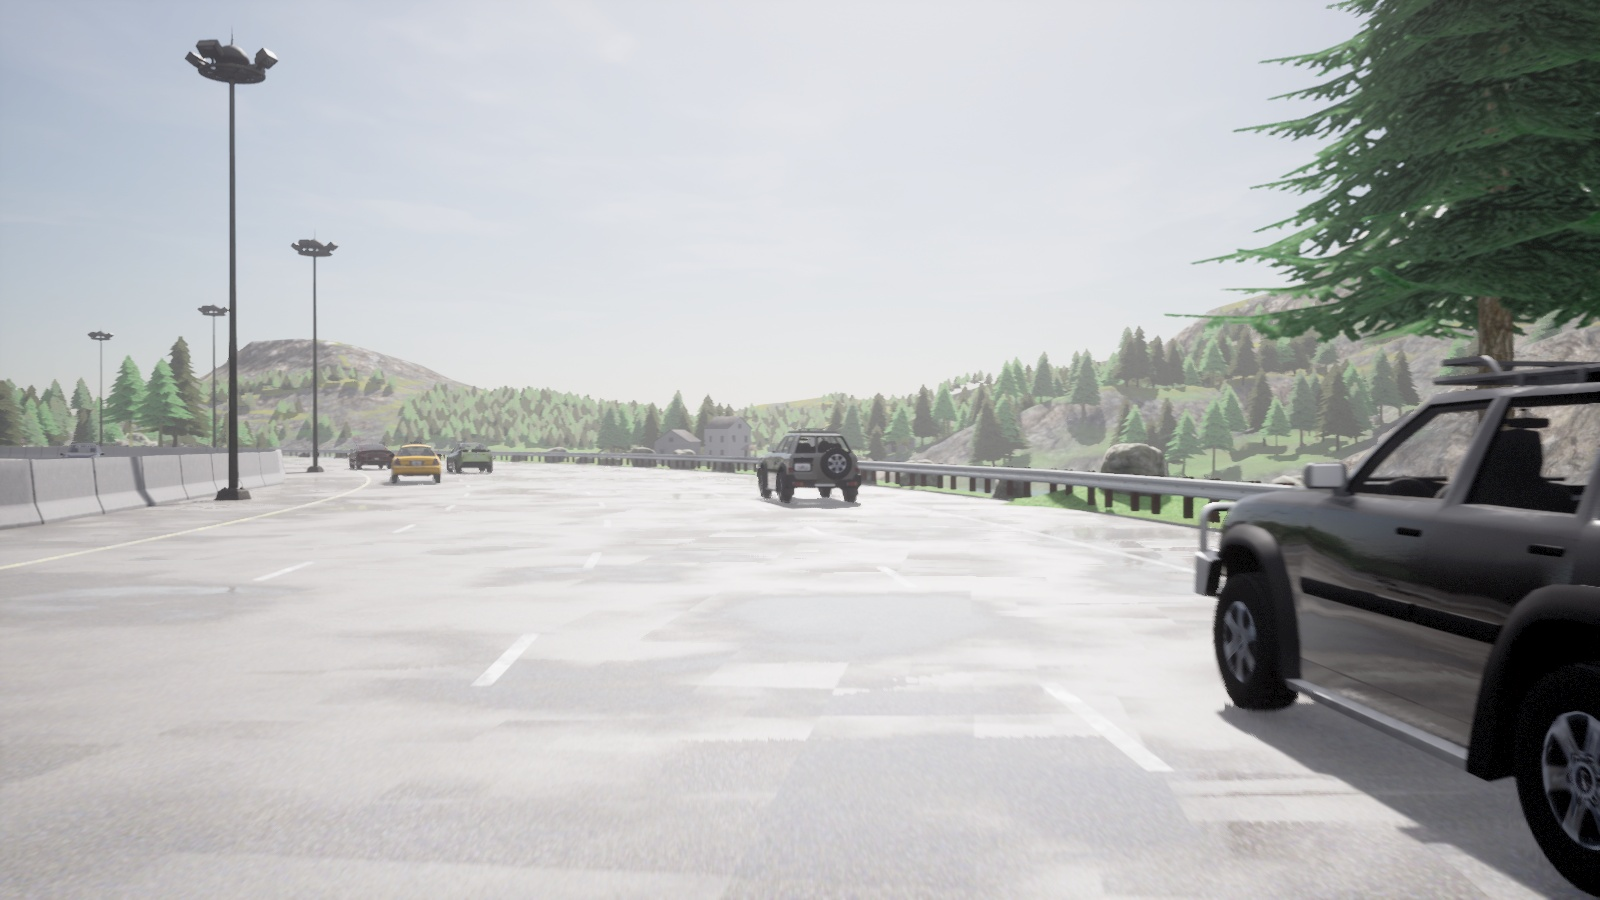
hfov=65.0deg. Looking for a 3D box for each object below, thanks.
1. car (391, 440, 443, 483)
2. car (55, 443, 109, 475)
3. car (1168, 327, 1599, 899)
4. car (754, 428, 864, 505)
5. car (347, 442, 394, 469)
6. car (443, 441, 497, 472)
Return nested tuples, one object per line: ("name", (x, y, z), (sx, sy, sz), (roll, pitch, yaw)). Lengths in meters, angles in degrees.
("car", (-14.869, 0.401, 48.646), (1.801, 1.575, 5.366), (0, 0, -18))
("car", (-33.902, 0.404, 59.387), (1.845, 1.501, 3.633), (0, 0, -24))
("car", (3.397, 0.534, 5.665), (1.932, 1.855, 4.605), (0, 0, -3))
("car", (0.136, 0.379, 32.628), (1.932, 1.855, 4.605), (0, 0, -11))
("car", (-25.242, 0.292, 73.690), (1.882, 1.535, 5.008), (0, 0, -27))
("car", (-16.857, 0.321, 64.020), (2.007, 1.525, 4.514), (0, 0, -23))
